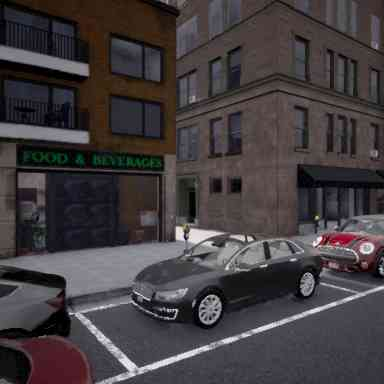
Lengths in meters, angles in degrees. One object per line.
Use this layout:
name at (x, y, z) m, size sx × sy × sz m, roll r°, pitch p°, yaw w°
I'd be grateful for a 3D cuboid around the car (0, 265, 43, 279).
car at (-3.585, 1.566, 3.635) m, size 4.313 × 1.339 × 1.947 m, roll 0°, pitch 0°, yaw -35°

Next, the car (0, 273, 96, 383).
car at (-2.615, 1.526, 1.210) m, size 4.674 × 1.442 × 1.812 m, roll 0°, pitch 0°, yaw -35°

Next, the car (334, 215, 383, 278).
car at (5.406, 1.442, 10.037) m, size 4.097 × 1.590 × 1.967 m, roll 0°, pitch 0°, yaw -35°

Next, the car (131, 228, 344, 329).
car at (0.910, 1.551, 6.836) m, size 4.403 × 1.369 × 2.008 m, roll 0°, pitch 0°, yaw -35°
